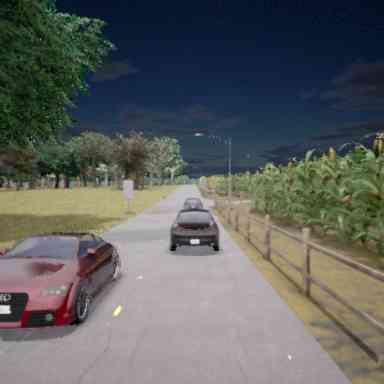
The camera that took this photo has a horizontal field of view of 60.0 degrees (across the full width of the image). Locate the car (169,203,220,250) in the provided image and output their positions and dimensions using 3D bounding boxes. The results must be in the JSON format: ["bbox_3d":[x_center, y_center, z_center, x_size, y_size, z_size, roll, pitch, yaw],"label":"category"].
[{"bbox_3d":[0.103,1.445,13.970,1.837,1.490,4.892,0,1,0],"label":"car"}]

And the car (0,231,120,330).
[{"bbox_3d":[-2.833,1.552,6.932,1.994,1.385,4.181,0,0,0],"label":"car"}]

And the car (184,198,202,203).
[{"bbox_3d":[0.109,1.255,29.427,2.033,1.411,5.357,0,1,0],"label":"car"}]
